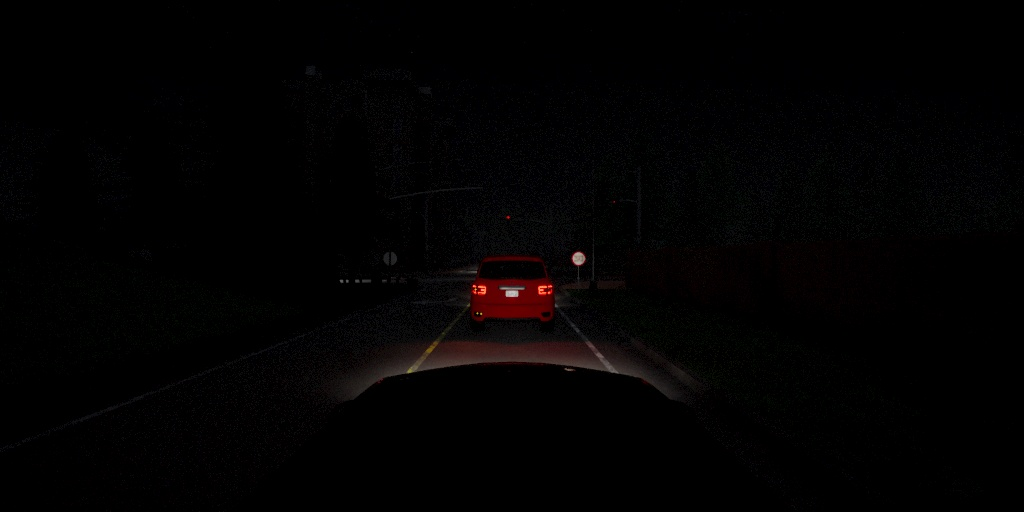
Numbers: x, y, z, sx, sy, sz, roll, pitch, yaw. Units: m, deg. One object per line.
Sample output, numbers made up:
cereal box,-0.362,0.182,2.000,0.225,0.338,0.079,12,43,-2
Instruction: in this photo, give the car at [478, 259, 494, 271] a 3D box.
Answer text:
car,-3.550,1.227,50.077,1.882,1.535,5.008,0,0,0

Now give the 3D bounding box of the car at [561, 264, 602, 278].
car,5.545,1.341,32.445,4.718,1.301,1.895,0,0,-9

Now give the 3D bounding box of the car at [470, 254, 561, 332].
car,0.050,0.971,11.027,2.150,2.045,5.566,0,0,1

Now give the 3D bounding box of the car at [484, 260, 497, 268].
car,-3.528,1.314,60.002,1.994,1.385,4.181,0,0,0
